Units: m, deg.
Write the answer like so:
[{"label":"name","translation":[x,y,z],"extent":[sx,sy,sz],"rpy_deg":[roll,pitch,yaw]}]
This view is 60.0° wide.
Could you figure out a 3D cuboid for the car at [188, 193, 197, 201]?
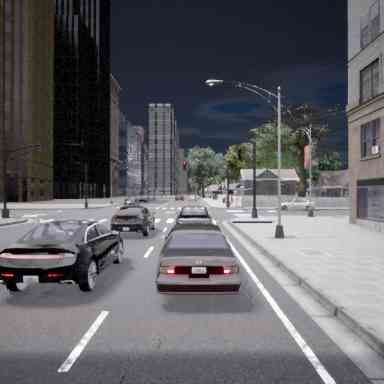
[{"label":"car","translation":[0.089,1.510,84.023],"extent":[1.812,1.442,4.674],"rpy_deg":[0,0,0]}]

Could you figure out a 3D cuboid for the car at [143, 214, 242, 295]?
[{"label":"car","translation":[0.100,1.545,8.857],"extent":[2.033,1.411,5.357],"rpy_deg":[0,0,-1]}]

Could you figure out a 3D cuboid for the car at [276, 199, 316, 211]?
[{"label":"car","translation":[12.689,1.574,40.801],"extent":[4.674,1.442,1.812],"rpy_deg":[0,-1,2]}]

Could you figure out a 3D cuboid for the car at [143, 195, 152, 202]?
[{"label":"car","translation":[-9.698,1.594,65.749],"extent":[1.895,1.301,4.718],"rpy_deg":[0,0,0]}]

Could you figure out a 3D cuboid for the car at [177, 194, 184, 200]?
[{"label":"car","translation":[-3.150,1.310,94.032],"extent":[1.882,1.535,5.008],"rpy_deg":[0,0,0]}]

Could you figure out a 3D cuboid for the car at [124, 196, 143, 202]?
[{"label":"car","translation":[-9.769,1.486,53.876],"extent":[2.128,1.511,4.902],"rpy_deg":[0,0,1]}]

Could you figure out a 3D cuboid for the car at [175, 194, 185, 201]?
[{"label":"car","translation":[-3.161,1.341,83.997],"extent":[2.097,1.767,4.553],"rpy_deg":[0,0,0]}]

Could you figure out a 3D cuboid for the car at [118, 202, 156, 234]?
[{"label":"car","translation":[-3.131,1.504,18.190],"extent":[1.837,1.490,4.892],"rpy_deg":[0,0,0]}]

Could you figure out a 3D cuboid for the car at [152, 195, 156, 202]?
[{"label":"car","translation":[-9.666,1.516,79.026],"extent":[1.812,1.442,4.674],"rpy_deg":[0,0,0]}]

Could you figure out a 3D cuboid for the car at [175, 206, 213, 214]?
[{"label":"car","translation":[0.117,1.491,17.910],"extent":[2.128,1.511,4.902],"rpy_deg":[0,0,0]}]

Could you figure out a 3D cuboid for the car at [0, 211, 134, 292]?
[{"label":"car","translation":[-3.142,1.492,8.930],"extent":[2.128,1.511,4.902],"rpy_deg":[0,0,0]}]
